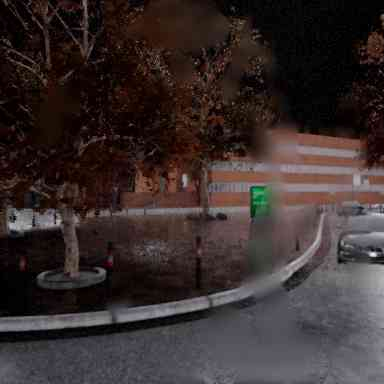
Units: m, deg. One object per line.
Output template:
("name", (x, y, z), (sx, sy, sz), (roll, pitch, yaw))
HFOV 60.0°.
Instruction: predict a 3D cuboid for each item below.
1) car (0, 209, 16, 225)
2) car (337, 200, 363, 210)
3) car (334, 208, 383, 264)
("car", (-13.882, 1.527, 21.732), (2.128, 1.511, 4.902), (0, 0, 19))
("car", (15.097, 1.595, 31.730), (1.837, 1.490, 4.892), (-2, -1, 30))
("car", (6.023, 1.494, 11.303), (1.837, 1.490, 4.892), (0, -1, 26))
